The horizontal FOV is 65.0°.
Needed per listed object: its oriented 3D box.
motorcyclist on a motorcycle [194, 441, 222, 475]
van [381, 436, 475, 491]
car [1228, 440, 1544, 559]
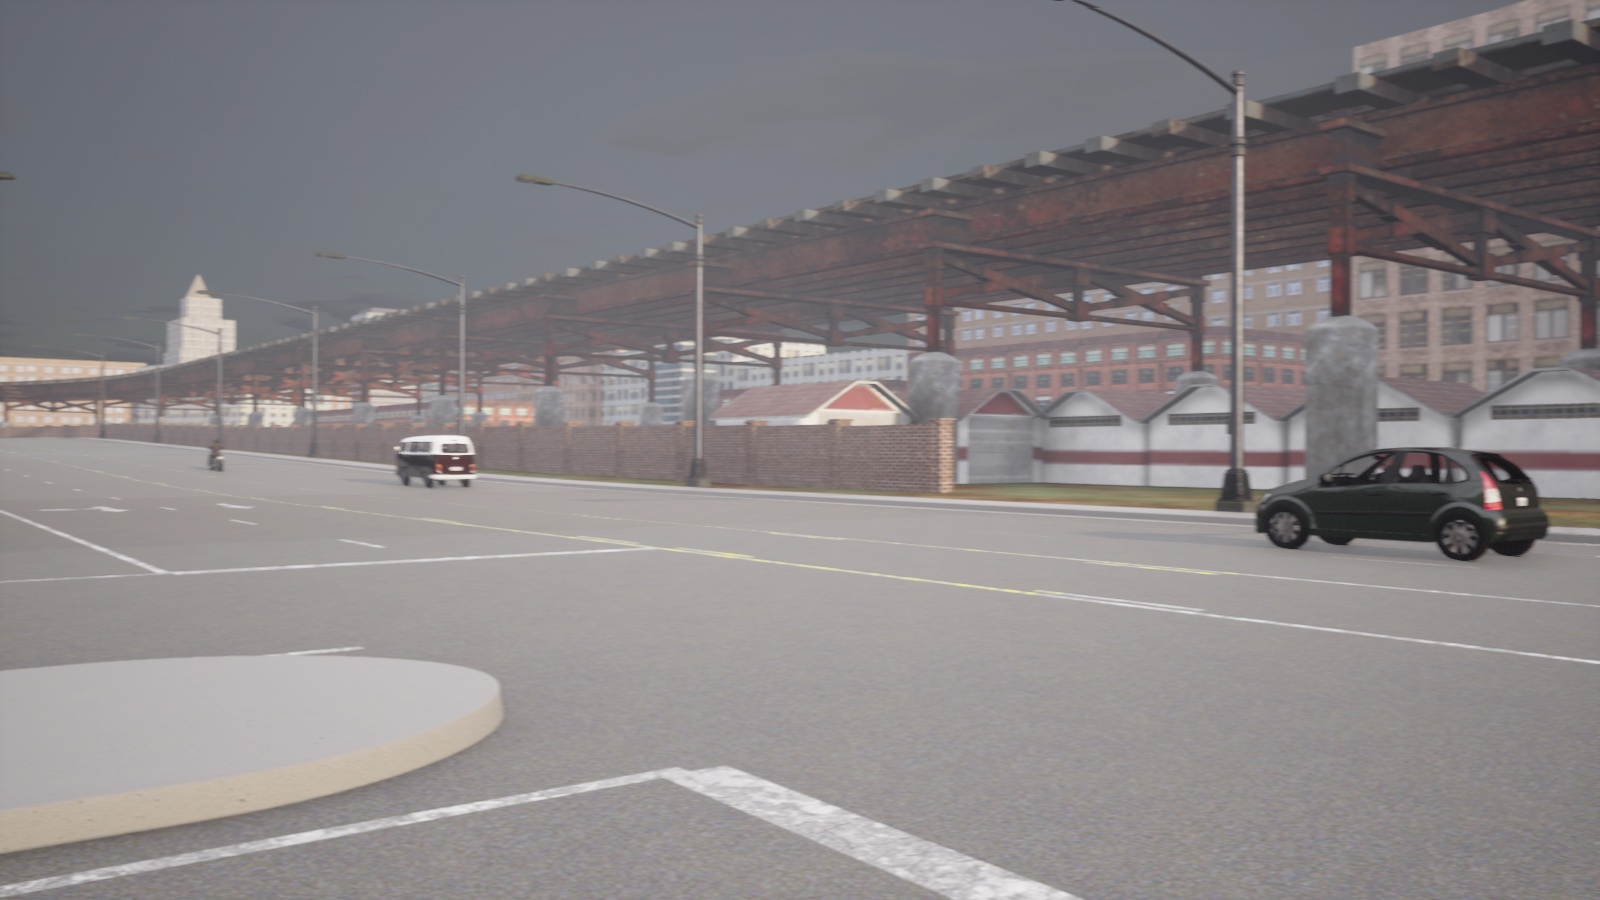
[{"bbox_3d":[-30.112,0.392,63.834,0.766,1.649,2.350,0,1,-38],"label":"motorcyclist on a motorcycle"},{"bbox_3d":[-14.790,0.492,49.792,2.069,2.038,4.480,0,0,-38],"label":"van"},{"bbox_3d":[8.871,0.680,19.290,1.851,1.617,3.988,0,0,-38],"label":"car"}]
